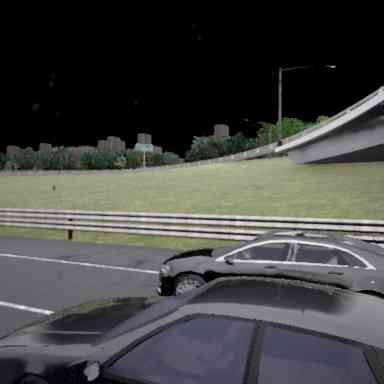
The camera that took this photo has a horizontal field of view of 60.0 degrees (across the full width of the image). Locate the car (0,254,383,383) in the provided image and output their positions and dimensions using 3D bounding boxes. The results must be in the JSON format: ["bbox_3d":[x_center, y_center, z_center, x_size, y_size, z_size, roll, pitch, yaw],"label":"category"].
[{"bbox_3d":[0.570,1.547,2.889,5.357,1.411,2.033,0,0,24],"label":"car"}]

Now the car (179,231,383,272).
[{"bbox_3d":[1.691,1.489,6.223,4.902,1.511,2.128,0,0,25],"label":"car"}]
